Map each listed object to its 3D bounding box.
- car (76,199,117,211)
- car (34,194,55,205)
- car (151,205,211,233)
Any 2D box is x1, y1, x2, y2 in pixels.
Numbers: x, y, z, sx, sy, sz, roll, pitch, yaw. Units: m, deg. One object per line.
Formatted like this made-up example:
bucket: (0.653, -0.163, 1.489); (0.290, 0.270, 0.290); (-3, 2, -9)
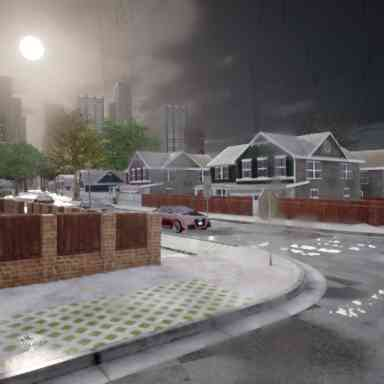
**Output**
car: (-8.099, 1.322, 27.785); (2.033, 1.411, 5.357); (-2, 2, -38)
car: (-19.307, 1.061, 43.482); (1.882, 1.535, 5.008); (-2, 1, -33)
car: (-0.860, 1.441, 18.919); (1.994, 1.385, 4.181); (-2, 2, -40)
